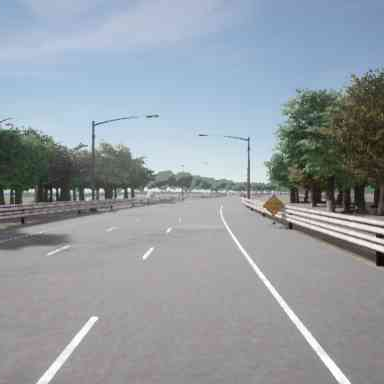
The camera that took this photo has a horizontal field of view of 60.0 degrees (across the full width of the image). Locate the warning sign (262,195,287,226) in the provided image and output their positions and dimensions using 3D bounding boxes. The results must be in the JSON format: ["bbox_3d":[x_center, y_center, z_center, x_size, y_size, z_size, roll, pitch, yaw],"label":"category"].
[{"bbox_3d":[5.013,1.108,20.349,1.300,1.860,1.060,0,0,3],"label":"warning sign"}]
